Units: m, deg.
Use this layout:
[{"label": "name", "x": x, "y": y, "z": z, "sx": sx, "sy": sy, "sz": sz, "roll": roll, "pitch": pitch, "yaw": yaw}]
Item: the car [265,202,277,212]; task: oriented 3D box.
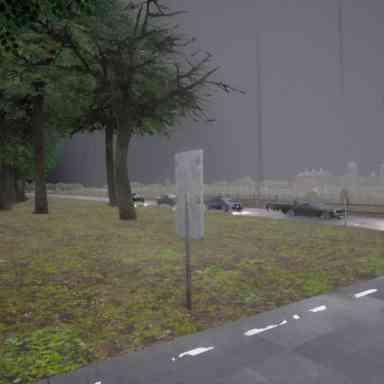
[{"label": "car", "x": 8.898, "y": 1.249, "z": 29.928, "sx": 1.895, "sy": 1.301, "sz": 4.718, "roll": -1, "pitch": 2, "yaw": -36}]

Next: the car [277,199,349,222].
[{"label": "car", "x": 9.025, "y": 1.368, "z": 24.717, "sx": 1.895, "sy": 1.301, "sz": 4.718, "roll": -1, "pitch": 2, "yaw": -36}]

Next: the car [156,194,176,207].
[{"label": "car", "x": -2.729, "y": 0.977, "z": 41.031, "sx": 1.812, "sy": 1.442, "sz": 4.674, "roll": -1, "pitch": 1, "yaw": -36}]

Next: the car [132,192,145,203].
[{"label": "car", "x": -8.788, "y": 0.789, "z": 49.471, "sx": 1.882, "sy": 1.535, "sz": 5.008, "roll": -1, "pitch": 1, "yaw": -35}]

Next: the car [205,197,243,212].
[{"label": "car", "x": 3.136, "y": 1.165, "z": 32.895, "sx": 1.994, "sy": 1.385, "sz": 4.181, "roll": -1, "pitch": 2, "yaw": -35}]
